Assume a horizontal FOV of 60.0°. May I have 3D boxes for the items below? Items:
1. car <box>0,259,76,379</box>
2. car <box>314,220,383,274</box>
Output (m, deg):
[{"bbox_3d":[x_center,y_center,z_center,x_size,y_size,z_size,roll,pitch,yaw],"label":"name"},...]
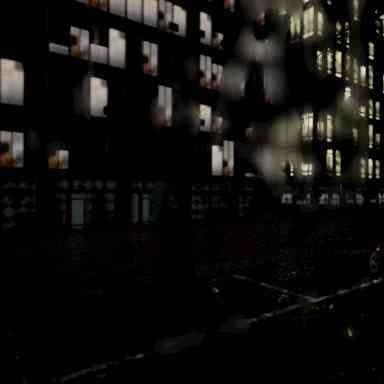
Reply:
[{"bbox_3d":[-3.647,1.564,3.962,4.313,1.339,1.947,0,0,-35],"label":"car"},{"bbox_3d":[5.643,1.583,10.540,4.206,1.307,1.802,0,0,-35],"label":"car"}]
